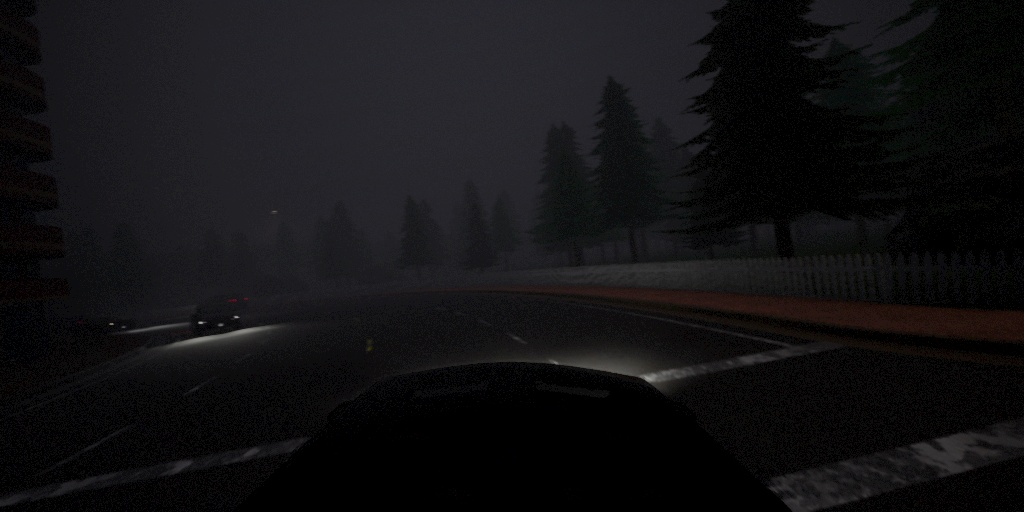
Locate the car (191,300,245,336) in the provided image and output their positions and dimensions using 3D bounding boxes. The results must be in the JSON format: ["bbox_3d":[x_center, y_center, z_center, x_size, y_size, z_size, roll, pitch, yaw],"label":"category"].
[{"bbox_3d":[-16.610,3.469,20.017,4.674,1.442,1.812,-8,-1,45],"label":"car"}]

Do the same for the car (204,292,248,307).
[{"bbox_3d":[-32.757,5.338,40.499,5.566,2.045,2.150,-7,-1,13],"label":"car"}]

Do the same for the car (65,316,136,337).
[{"bbox_3d":[-34.566,5.875,30.361,4.718,1.301,1.895,-7,0,12],"label":"car"}]
